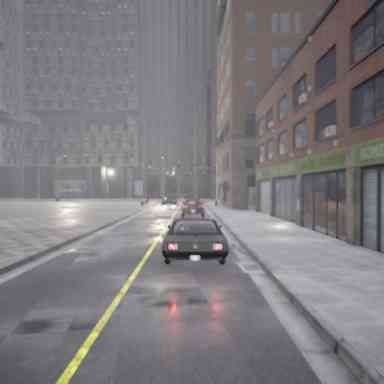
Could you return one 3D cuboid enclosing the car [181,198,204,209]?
[{"bbox_3d":[0.069,1.255,27.921,1.812,1.442,4.674,0,1,0],"label":"car"}]

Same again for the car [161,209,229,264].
[{"bbox_3d":[0.086,1.491,11.280,1.895,1.301,4.718,0,1,0],"label":"car"}]

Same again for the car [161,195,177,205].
[{"bbox_3d":[-3.070,1.121,45.951,1.994,1.385,4.181,0,0,0],"label":"car"}]
